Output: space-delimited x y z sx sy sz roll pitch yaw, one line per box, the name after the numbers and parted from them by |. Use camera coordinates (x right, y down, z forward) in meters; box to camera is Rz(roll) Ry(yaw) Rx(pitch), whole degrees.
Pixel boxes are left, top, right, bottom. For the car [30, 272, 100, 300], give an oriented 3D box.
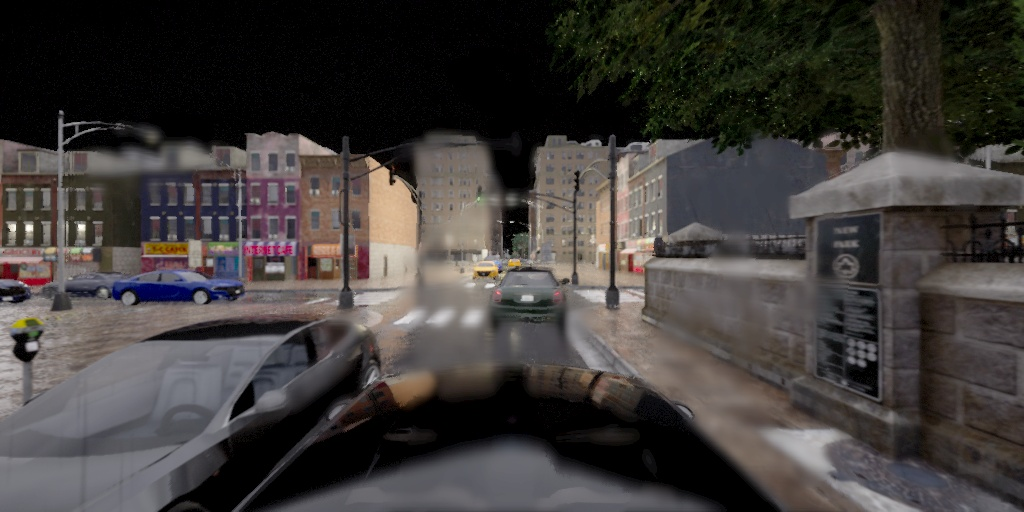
-22.097 1.548 19.080 4.181 1.385 1.994 -1 0 0 | car

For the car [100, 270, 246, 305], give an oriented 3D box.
-14.884 1.373 16.189 5.008 1.535 1.882 -1 0 0 | car

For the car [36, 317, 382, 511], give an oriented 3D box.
-2.637 1.316 3.288 1.948 1.339 4.313 0 0 0 | car

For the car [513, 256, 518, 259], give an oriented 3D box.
0.397 1.210 58.248 1.882 1.535 5.008 0 0 0 | car

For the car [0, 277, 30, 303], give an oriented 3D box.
-24.961 1.378 16.159 4.553 1.767 2.097 -1 0 0 | car

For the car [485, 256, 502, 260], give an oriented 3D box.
-2.285 0.960 41.742 2.150 2.045 5.566 0 0 0 | car

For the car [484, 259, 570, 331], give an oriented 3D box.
0.720 1.102 11.268 2.097 1.767 4.553 0 0 9 | car

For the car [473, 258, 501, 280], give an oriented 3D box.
-2.268 1.219 31.555 1.882 1.535 5.008 0 0 1 | car
